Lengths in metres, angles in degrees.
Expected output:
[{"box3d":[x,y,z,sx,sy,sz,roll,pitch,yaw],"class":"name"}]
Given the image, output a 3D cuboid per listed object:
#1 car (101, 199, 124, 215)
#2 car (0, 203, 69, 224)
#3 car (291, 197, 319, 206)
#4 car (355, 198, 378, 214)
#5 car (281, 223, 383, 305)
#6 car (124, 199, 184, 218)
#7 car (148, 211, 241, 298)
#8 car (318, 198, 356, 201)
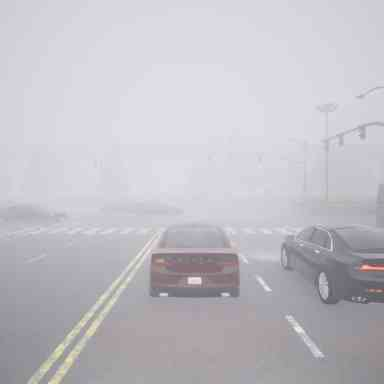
[{"box3d":[-6.472,1.491,32.978,4.902,1.511,2.128,0,0,0],"class":"car"},{"box3d":[-11.828,1.547,24.663,5.357,1.411,2.033,0,0,19],"class":"car"},{"box3d":[16.571,1.505,47.091,4.892,1.490,1.837,0,0,0],"class":"car"},{"box3d":[19.594,1.547,32.881,5.357,1.411,2.033,0,0,0],"class":"car"},{"box3d":[3.555,1.505,8.078,1.837,1.490,4.892,0,0,0],"class":"car"},{"box3d":[-3.173,1.491,29.465,4.902,1.511,2.128,0,0,0],"class":"car"},{"box3d":[0.057,1.478,8.591,1.882,1.535,5.008,0,0,0],"class":"car"},{"box3d":[17.974,1.564,40.087,4.181,1.385,1.994,0,0,0],"class":"car"}]
